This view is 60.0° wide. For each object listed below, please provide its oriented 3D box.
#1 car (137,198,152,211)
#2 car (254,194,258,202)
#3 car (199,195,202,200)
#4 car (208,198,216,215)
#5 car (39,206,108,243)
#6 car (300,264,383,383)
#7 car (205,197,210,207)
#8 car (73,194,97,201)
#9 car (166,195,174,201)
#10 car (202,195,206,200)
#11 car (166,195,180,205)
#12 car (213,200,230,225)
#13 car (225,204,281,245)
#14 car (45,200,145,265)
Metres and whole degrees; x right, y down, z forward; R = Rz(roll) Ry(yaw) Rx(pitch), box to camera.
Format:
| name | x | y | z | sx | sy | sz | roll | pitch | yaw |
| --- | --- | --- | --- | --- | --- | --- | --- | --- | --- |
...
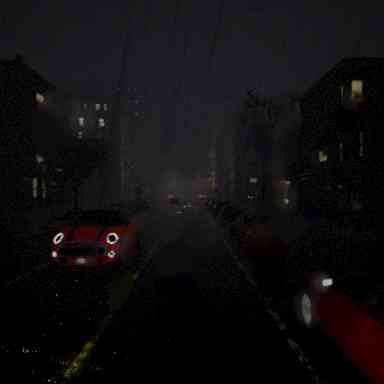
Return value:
| name | x | y | z | sx | sy | sz | roll | pitch | yaw |
| --- | --- | --- | --- | --- | --- | --- | --- | --- | --- |
| car | -5.831 | 1.405 | 38.889 | 1.967 | 1.590 | 4.097 | 1 | 0 | 0 |
| car | 14.960 | 1.374 | 65.418 | 5.566 | 2.045 | 2.150 | 1 | 0 | -1 |
| car | 2.767 | 1.388 | 86.466 | 1.967 | 1.590 | 4.097 | 0 | 0 | 0 |
| car | 2.811 | 1.537 | 30.992 | 1.947 | 1.339 | 4.313 | 0 | 0 | 0 |
| car | -5.761 | 1.508 | 16.835 | 1.752 | 1.417 | 4.829 | 1 | 0 | 0 |
| car | 2.702 | 1.541 | 3.990 | 1.887 | 1.381 | 4.507 | 1 | 0 | 0 |
| car | 2.807 | 1.547 | 39.994 | 1.802 | 1.307 | 4.206 | 0 | 0 | 0 |
| car | -20.027 | 1.114 | 62.321 | 4.507 | 1.381 | 1.887 | 1 | -2 | -1 |
| car | -5.817 | 1.492 | 87.684 | 1.887 | 1.381 | 4.507 | 0 | 0 | 0 |
| car | 2.802 | 1.505 | 48.995 | 1.887 | 1.381 | 4.507 | 0 | 0 | 0 |
| car | -3.028 | 1.558 | 56.144 | 1.994 | 1.385 | 4.181 | 0 | 0 | 0 |
| car | 2.786 | 1.528 | 23.447 | 2.008 | 1.369 | 4.403 | 0 | 0 | 0 |
| car | 2.750 | 1.510 | 15.226 | 1.752 | 1.417 | 4.829 | 0 | 0 | 0 |
| car | -3.107 | 1.340 | 11.559 | 2.097 | 1.767 | 4.553 | 0 | 0 | 0 |
